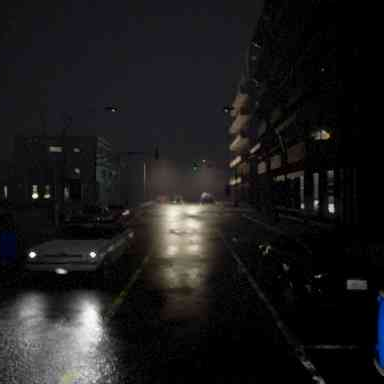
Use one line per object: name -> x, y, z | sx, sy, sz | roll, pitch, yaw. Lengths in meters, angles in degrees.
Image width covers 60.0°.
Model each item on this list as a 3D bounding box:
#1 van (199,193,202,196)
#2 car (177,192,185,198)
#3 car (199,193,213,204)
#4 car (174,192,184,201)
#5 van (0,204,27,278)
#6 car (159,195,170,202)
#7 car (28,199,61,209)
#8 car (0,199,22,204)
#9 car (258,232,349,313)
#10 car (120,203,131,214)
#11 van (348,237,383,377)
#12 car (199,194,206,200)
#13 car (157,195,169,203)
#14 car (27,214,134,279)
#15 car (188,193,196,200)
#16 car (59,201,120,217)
van -> 2.709, 1.148, 62.533 | 1.690, 1.788, 3.998 | 1, 0, 0
car -> -2.993, 0.807, 91.031 | 1.837, 1.490, 4.892 | 0, 0, 0
car -> 2.706, 1.378, 56.954 | 2.008, 1.369, 4.403 | 1, 0, 0
car -> -2.994, 1.234, 75.577 | 1.882, 1.535, 5.008 | 0, 0, 0
van -> -5.644, 1.322, 7.497 | 1.690, 1.788, 3.998 | 1, 0, 0
car -> -5.674, 1.330, 68.079 | 1.887, 1.381, 4.507 | 1, 0, 0
car -> -19.714, 1.571, 44.750 | 4.403, 1.369, 2.008 | 0, 0, 1
car -> -25.196, 1.611, 44.826 | 4.313, 1.339, 1.947 | 0, 0, 1
car -> 2.701, 1.547, 7.530 | 1.947, 1.339, 4.313 | 1, 0, 0
car -> -5.645, 1.480, 24.435 | 1.887, 1.381, 4.507 | 1, 0, 0
van -> 2.704, 1.337, 1.883 | 1.690, 1.788, 3.998 | 1, 0, 0
car -> 2.709, 1.243, 85.026 | 1.752, 1.417, 4.829 | 1, 0, 0
car -> -5.675, 1.388, 62.499 | 1.802, 1.307, 4.206 | 1, 0, 0
car -> -3.096, 1.575, 10.106 | 1.895, 1.301, 4.718 | 0, 0, 0
car -> 0.007, 1.254, 86.820 | 1.994, 1.385, 4.181 | 0, 0, 0
car -> -5.644, 1.391, 18.789 | 1.967, 1.590, 4.097 | 1, 0, 0
